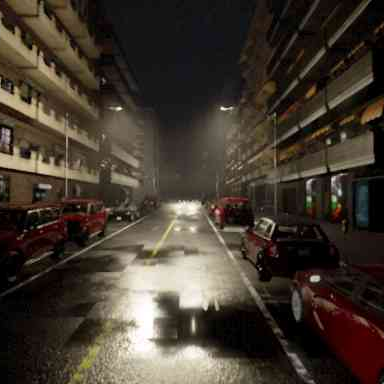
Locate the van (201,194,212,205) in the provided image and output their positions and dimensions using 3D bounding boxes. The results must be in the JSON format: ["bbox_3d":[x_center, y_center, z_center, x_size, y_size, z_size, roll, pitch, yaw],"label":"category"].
[{"bbox_3d":[2.557,1.348,59.443,1.690,1.788,3.998,1,0,0],"label":"van"}]

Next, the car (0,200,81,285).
[{"bbox_3d":[-5.290,1.304,9.721,2.192,1.841,5.009,1,0,0],"label":"car"}]

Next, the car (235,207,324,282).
[{"bbox_3d":[2.594,1.429,9.660,1.967,1.590,4.097,1,0,0],"label":"car"}]

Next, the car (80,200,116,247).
[{"bbox_3d":[-5.290,1.299,15.251,2.192,1.841,5.009,1,0,0],"label":"car"}]

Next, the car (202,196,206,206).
[{"bbox_3d":[2.551,1.565,42.848,1.802,1.307,4.206,1,0,0],"label":"car"}]

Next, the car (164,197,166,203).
[{"bbox_3d":[-5.294,1.534,48.435,1.887,1.381,4.507,1,0,0],"label":"car"}]

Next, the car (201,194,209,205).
[{"bbox_3d":[2.557,1.312,53.911,2.192,1.841,5.009,1,0,0],"label":"car"}]

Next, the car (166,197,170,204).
[{"bbox_3d":[-5.295,1.600,65.029,1.802,1.307,4.206,1,0,0],"label":"car"}]

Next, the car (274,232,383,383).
[{"bbox_3d":[2.584,1.539,4.129,1.887,1.381,4.507,1,0,0],"label":"car"}]

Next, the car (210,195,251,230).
[{"bbox_3d":[2.556,1.294,20.722,2.192,1.841,5.009,1,0,0],"label":"car"}]

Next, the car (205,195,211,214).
[{"bbox_3d":[2.554,1.418,31.785,1.967,1.590,4.097,1,0,0],"label":"car"}]

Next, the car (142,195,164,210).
[{"bbox_3d":[-5.289,1.298,42.904,2.192,1.841,5.009,1,0,0],"label":"car"}]

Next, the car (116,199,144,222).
[{"bbox_3d":[-5.296,1.543,26.314,1.947,1.339,4.313,1,0,0],"label":"car"}]
